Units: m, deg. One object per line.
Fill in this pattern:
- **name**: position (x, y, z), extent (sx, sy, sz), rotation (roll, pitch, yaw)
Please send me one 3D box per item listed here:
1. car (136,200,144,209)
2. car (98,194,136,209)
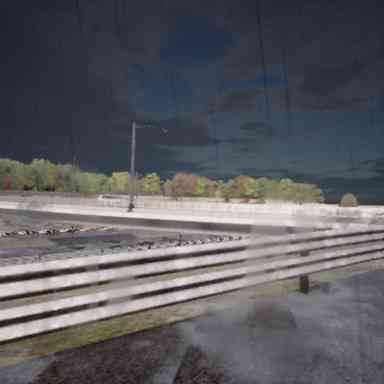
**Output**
- **car**: position (-9.553, 1.840, 52.517), extent (4.892, 1.490, 1.837), rotation (1, -2, 30)
- **car**: position (-11.560, 1.411, 49.645), extent (5.566, 2.045, 2.150), rotation (1, -1, 31)
